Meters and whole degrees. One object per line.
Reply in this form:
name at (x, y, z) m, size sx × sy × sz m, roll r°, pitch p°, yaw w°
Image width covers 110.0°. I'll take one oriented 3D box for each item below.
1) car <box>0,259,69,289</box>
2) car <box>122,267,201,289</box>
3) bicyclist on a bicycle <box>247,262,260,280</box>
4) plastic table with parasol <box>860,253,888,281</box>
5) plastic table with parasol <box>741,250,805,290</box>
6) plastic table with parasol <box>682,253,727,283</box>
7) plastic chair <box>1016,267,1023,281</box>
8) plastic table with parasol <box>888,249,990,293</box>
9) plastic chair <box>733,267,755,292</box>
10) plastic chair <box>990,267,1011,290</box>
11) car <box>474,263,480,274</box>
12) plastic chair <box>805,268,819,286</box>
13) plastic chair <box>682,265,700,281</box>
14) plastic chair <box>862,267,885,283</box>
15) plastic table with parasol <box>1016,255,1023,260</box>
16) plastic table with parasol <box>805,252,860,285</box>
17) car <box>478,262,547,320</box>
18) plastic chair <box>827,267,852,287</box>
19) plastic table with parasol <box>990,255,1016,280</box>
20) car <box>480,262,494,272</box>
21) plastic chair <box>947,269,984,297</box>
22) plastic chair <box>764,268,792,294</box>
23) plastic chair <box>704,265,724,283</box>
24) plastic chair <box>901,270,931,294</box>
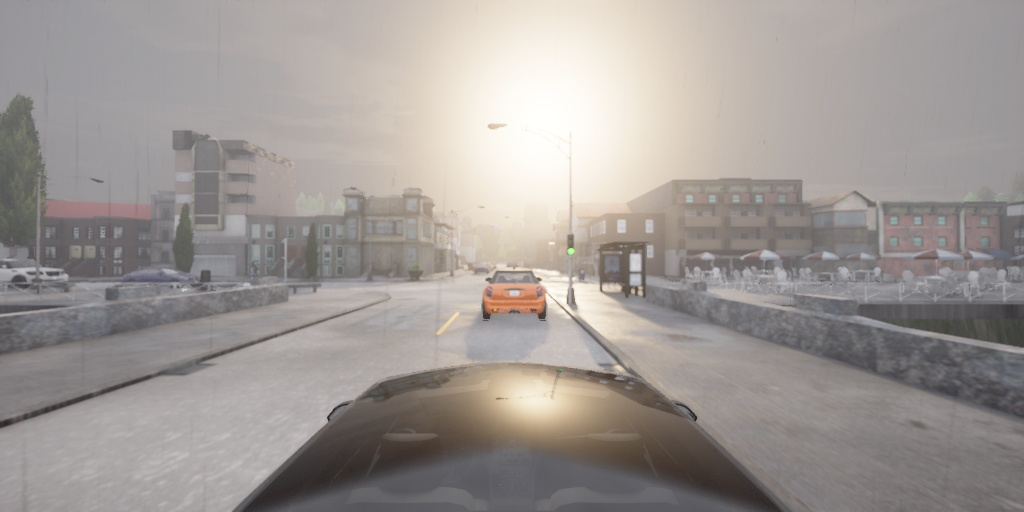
car at (-34.632, 1.206, 24.976) m, size 5.566 × 2.045 × 2.150 m, roll 0°, pitch -1°, yaw 0°
car at (-24.237, 1.510, 24.976) m, size 4.674 × 1.442 × 1.812 m, roll 0°, pitch -1°, yaw 0°
bicyclist on a bicycle at (-24.036, 1.418, 33.374) m, size 0.582 × 1.620 × 1.656 m, roll 0°, pitch 0°, yaw 0°
plastic table with parasol at (30.214, 0.972, 31.019) m, size 2.482 × 2.480 × 2.482 m, roll 0°, pitch 0°, yaw 0°
plastic table with parasol at (15.159, 0.875, 21.503) m, size 2.482 × 2.480 × 2.482 m, roll 0°, pitch 0°, yaw 0°
plastic table with parasol at (15.905, 0.955, 29.323) m, size 2.482 × 2.480 × 2.482 m, roll 0°, pitch 0°, yaw 0°
plastic chair at (45.484, 1.587, 32.155) m, size 0.730 × 1.272 × 0.750 m, roll 0°, pitch 0°, yaw 0°
plastic table with parasol at (23.789, 0.861, 20.097) m, size 2.482 × 2.480 × 2.482 m, roll 0°, pitch 0°, yaw 0°
plastic chair at (13.888, 1.481, 21.643) m, size 0.730 × 1.272 × 0.750 m, roll 0°, pitch 0°, yaw 0°
plastic chair at (30.488, 1.491, 22.650) m, size 0.750 × 1.272 × 0.730 m, roll 0°, pitch 0°, yaw 0°
car at (-4.123, 1.714, 49.857) m, size 1.882 × 1.535 × 5.008 m, roll 0°, pitch -1°, yaw 0°
plastic chair at (21.687, 1.528, 26.346) m, size 0.730 × 1.272 × 0.750 m, roll 0°, pitch 0°, yaw 0°
plastic chair at (14.685, 1.560, 29.443) m, size 0.730 × 1.272 × 0.750 m, roll 0°, pitch 0°, yaw 0°
plastic chair at (29.885, 1.562, 29.649) m, size 0.750 × 1.272 × 0.730 m, roll 0°, pitch 0°, yaw 0°
plastic table with parasol at (46.684, 0.982, 32.036) m, size 2.482 × 2.480 × 2.482 m, roll 0°, pitch 0°, yaw 0°
plastic table with parasol at (22.887, 0.924, 26.296) m, size 2.482 × 2.480 × 2.482 m, roll 0°, pitch 0°, yaw 0°
car at (0.069, 1.219, 13.392) m, size 2.097 × 1.767 × 4.553 m, roll 0°, pitch -1°, yaw 0°
plastic chair at (22.787, 1.514, 24.946) m, size 0.750 × 1.272 × 0.730 m, roll 0°, pitch 0°, yaw 0°
plastic table with parasol at (30.498, 0.900, 23.929) m, size 2.482 × 2.480 × 2.482 m, roll 0°, pitch 0°, yaw 0°
car at (-4.110, 1.812, 59.506) m, size 1.882 × 1.535 × 5.008 m, roll 0°, pitch -1°, yaw 0°
plastic chair at (23.690, 1.452, 18.747) m, size 0.750 × 1.272 × 0.730 m, roll 0°, pitch 0°, yaw 0°
plastic chair at (14.989, 1.467, 20.243) m, size 0.750 × 1.272 × 0.730 m, roll 0°, pitch 0°, yaw 0°
plastic chair at (15.786, 1.546, 28.043) m, size 0.750 × 1.272 × 0.730 m, roll 0°, pitch 0°, yaw 0°
plastic chair at (22.589, 1.466, 20.146) m, size 0.730 × 1.272 × 0.750 m, roll 0°, pitch 0°, yaw 0°
